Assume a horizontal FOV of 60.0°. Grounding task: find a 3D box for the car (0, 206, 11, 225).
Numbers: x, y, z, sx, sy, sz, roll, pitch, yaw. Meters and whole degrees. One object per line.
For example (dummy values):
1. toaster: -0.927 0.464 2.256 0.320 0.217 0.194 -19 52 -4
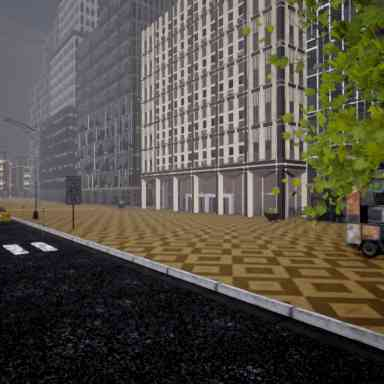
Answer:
1. car: -13.899 1.529 23.329 1.752 1.417 4.829 0 0 -38
